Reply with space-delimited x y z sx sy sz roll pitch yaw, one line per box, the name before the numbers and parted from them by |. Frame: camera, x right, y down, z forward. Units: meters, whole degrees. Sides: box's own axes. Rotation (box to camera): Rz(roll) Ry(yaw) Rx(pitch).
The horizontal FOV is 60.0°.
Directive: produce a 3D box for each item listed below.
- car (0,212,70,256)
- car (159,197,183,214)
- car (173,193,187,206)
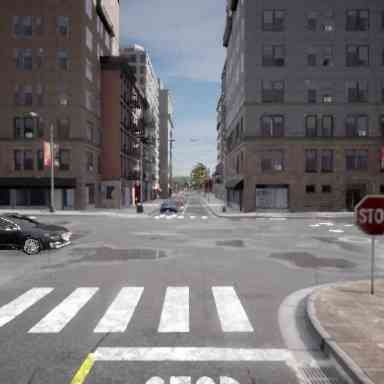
car | -7.311 1.565 12.988 4.892 1.490 1.837 1 1 0
car | -2.446 1.595 36.614 2.033 1.411 5.357 0 0 1
car | -2.356 1.401 52.736 2.097 1.767 4.553 0 0 0
